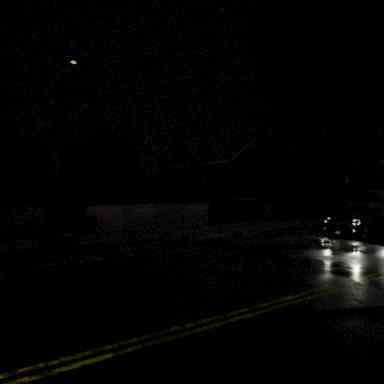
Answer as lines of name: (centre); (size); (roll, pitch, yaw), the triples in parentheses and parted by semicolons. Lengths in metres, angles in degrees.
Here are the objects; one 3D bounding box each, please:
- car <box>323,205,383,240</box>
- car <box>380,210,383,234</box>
car: (9.252, 1.515, 18.280); (4.553, 1.767, 2.097); (1, 0, -36)
car: (10.969, 1.687, 15.526); (4.674, 1.442, 1.812); (1, 0, -35)
